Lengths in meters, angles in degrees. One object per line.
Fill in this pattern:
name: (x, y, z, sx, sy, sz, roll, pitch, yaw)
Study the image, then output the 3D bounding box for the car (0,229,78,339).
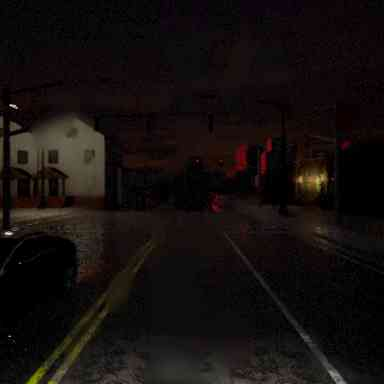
car: (-3.581, 1.487, 5.885, 2.128, 1.511, 4.902, 0, 0, 0)

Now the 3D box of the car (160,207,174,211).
car: (-3.474, 2.837, 46.840, 1.812, 1.442, 4.674, -1, -12, 0)
